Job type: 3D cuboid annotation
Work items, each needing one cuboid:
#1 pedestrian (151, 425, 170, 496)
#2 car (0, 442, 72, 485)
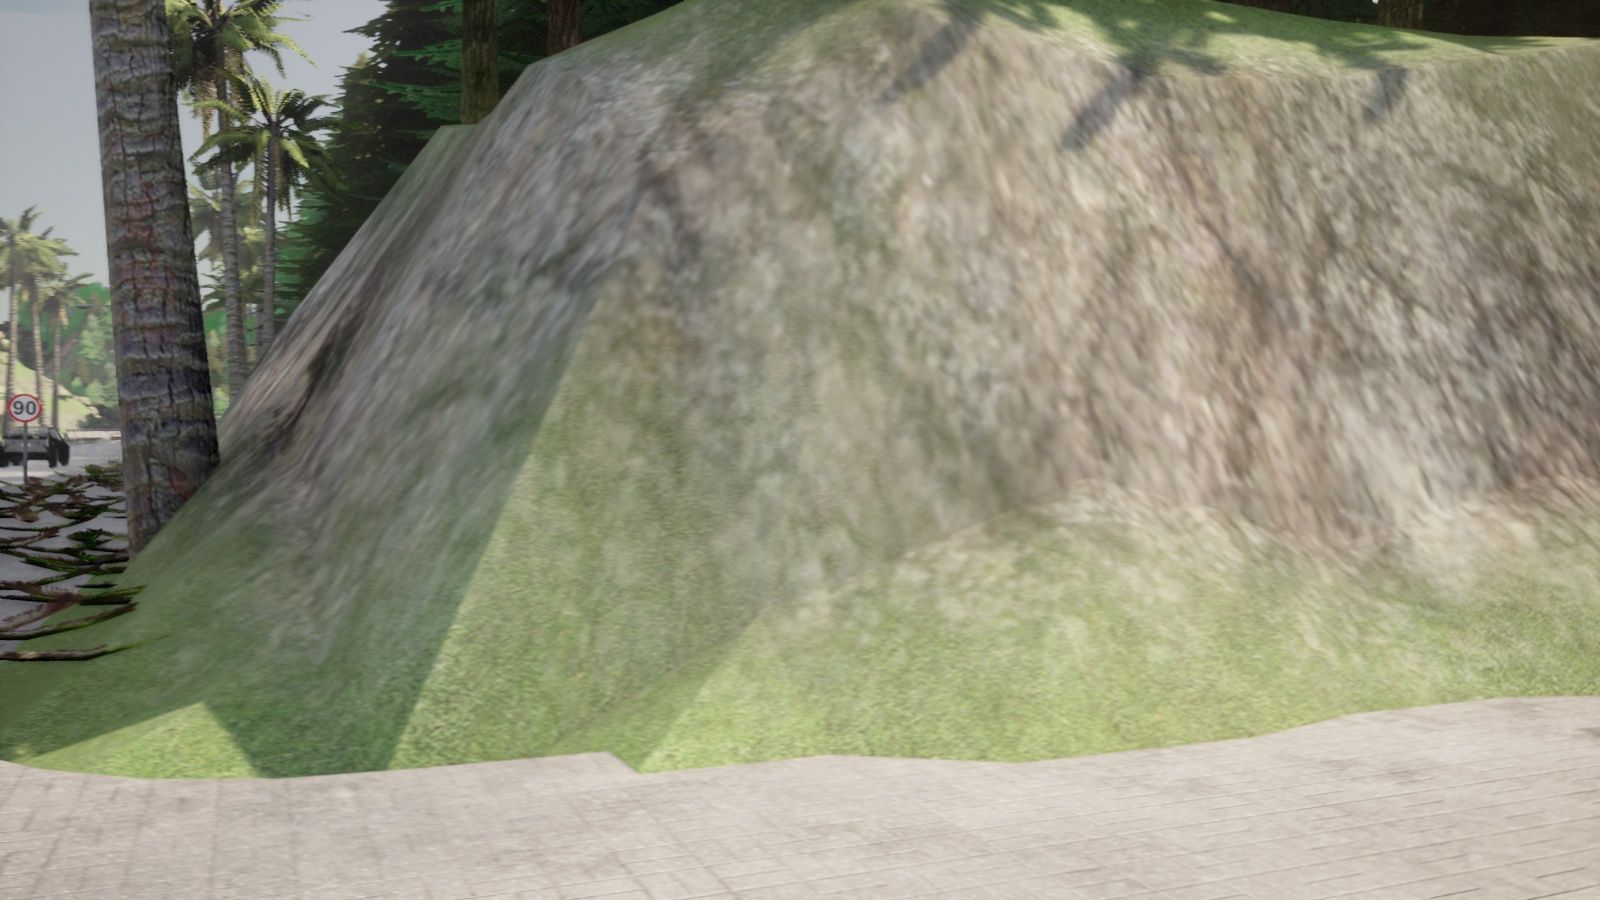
[{"bbox_3d":[-16.962,0.268,33.296,0.376,1.854,0.720,-1,1,-24],"label":"pedestrian"},{"bbox_3d":[-28.742,0.463,47.093,2.007,1.525,4.514,-1,1,-24],"label":"car"}]
